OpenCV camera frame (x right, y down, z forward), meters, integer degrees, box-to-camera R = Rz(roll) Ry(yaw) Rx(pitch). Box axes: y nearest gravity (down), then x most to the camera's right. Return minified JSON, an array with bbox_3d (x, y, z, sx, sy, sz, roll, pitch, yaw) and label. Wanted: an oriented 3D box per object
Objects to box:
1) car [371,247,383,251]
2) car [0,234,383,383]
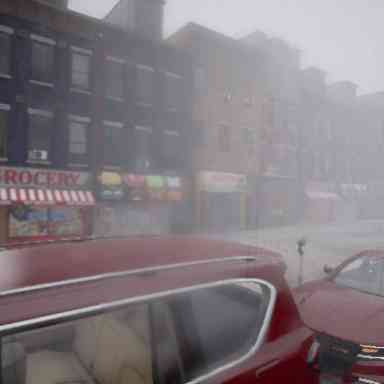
[{"bbox_3d":[3.177,1.575,5.051,4.507,1.381,1.887,0,1,-35],"label":"car"},{"bbox_3d":[-1.324,1.314,1.831,5.009,1.841,2.192,0,1,-35],"label":"car"}]
